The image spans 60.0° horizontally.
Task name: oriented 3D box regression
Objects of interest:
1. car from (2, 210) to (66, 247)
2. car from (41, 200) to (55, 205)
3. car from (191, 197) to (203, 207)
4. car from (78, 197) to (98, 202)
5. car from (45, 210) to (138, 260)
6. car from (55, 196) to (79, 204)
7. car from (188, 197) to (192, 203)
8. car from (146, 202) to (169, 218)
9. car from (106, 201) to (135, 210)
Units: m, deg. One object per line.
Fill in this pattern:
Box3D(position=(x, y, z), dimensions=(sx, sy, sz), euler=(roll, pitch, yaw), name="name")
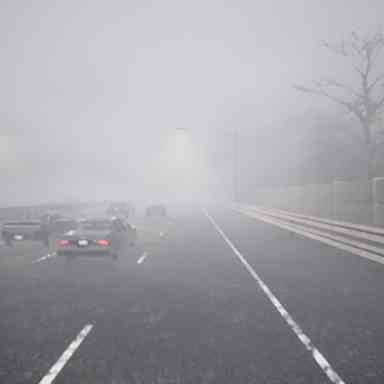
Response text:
Box3D(position=(-6.905, 1.613, 15.682), dimensions=(2.128, 1.511, 4.902), euler=(0, 0, 0), name="car")
Box3D(position=(-24.543, 2.033, 57.613), dimensions=(1.994, 1.385, 4.181), euler=(0, -1, 1), name="car")
Box3D(position=(1.211, 2.067, 64.773), dimensions=(1.812, 1.442, 4.674), euler=(0, -1, 0), name="car")
Box3D(position=(-17.551, 1.976, 57.846), dimensions=(1.837, 1.490, 4.892), euler=(0, 0, 1), name="car")
Box3D(position=(-3.403, 1.646, 12.890), dimensions=(2.033, 1.411, 5.357), euler=(0, 0, 0), name="car")
Box3D(position=(-21.042, 1.691, 57.650), dimensions=(2.150, 2.045, 5.566), euler=(0, -1, 1), name="car")
Box3D(position=(-0.017, 2.084, 84.287), dimensions=(2.033, 1.411, 5.357), euler=(0, -1, 0), name="car")
Box3D(position=(-3.408, 1.754, 32.890), dimensions=(2.128, 1.511, 4.902), euler=(0, 0, 0), name="car")
Box3D(position=(-6.911, 1.612, 32.646), dimensions=(2.097, 1.767, 4.553), euler=(0, 0, 0), name="car")
